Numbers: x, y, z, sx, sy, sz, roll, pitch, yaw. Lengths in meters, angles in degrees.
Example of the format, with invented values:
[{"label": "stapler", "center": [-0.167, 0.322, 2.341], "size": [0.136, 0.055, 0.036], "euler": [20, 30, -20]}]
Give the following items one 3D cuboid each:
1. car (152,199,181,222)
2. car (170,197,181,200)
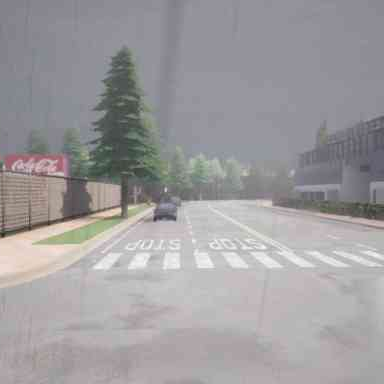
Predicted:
[{"label": "car", "center": [-2.073, 1.554, 26.507], "size": [2.033, 1.411, 5.357], "euler": [0, 0, -3]}, {"label": "car", "center": [-2.699, 1.486, 51.321], "size": [1.837, 1.490, 4.892], "euler": [-1, 0, 1]}]
